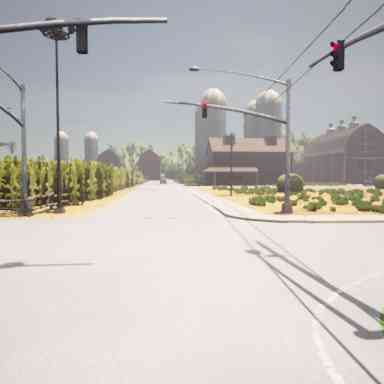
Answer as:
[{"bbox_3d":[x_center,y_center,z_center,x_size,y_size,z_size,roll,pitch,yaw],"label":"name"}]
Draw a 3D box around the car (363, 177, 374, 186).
[{"bbox_3d":[41.712,-2.426,78.163,1.905,1.878,3.866,10,10,40],"label":"car"}]
